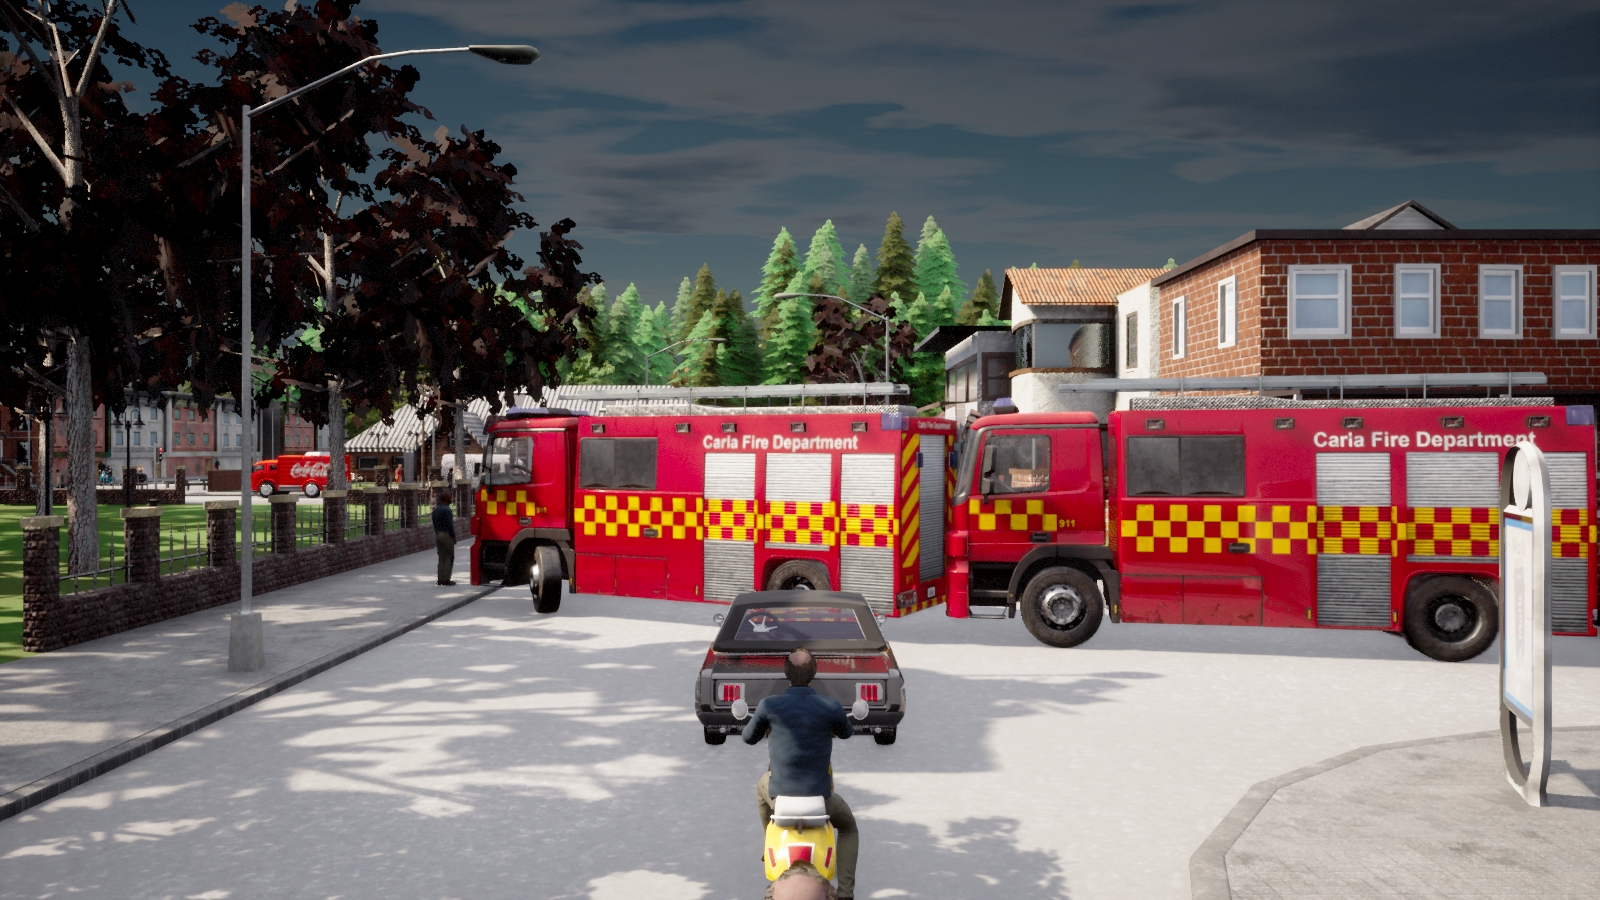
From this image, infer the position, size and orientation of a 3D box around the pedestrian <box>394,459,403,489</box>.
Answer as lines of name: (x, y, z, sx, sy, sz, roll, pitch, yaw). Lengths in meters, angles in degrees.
pedestrian: (-24.969, 1.496, 71.105, 0.375, 1.860, 0.375, 0, 0, 29)

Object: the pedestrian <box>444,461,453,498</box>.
pedestrian: (-17.697, 1.500, 57.538, 0.375, 1.860, 0.375, 0, 0, 0)

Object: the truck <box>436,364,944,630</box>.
truck: (-2.040, 0.664, 19.657, 8.468, 3.827, 2.891, 0, 0, 27)

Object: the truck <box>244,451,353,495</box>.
truck: (-29.165, 1.318, 66.623, 5.204, 2.467, 2.627, 0, 0, 0)

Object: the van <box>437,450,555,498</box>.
van: (-16.615, 1.287, 62.612, 5.915, 2.561, 1.988, 0, 0, 0)

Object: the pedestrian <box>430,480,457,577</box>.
pedestrian: (-6.931, 1.515, 22.221, 0.375, 1.860, 0.375, 0, 0, 42)

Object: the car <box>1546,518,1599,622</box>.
car: (14.385, 1.835, 17.290, 4.792, 1.488, 2.163, 0, 0, 0)

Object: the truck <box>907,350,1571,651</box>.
truck: (5.990, 0.661, 16.872, 8.468, 3.827, 2.891, 0, 0, 13)

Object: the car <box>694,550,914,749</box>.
car: (0.033, 1.930, 12.217, 1.895, 1.301, 4.718, 0, 0, 0)

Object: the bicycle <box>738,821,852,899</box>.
bicycle: (-0.015, 1.938, 3.086, 0.329, 1.271, 1.835, 0, 0, 0)

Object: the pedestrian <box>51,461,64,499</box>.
pedestrian: (-37.206, 1.502, 57.247, 0.375, 1.860, 0.375, 0, 0, 0)
